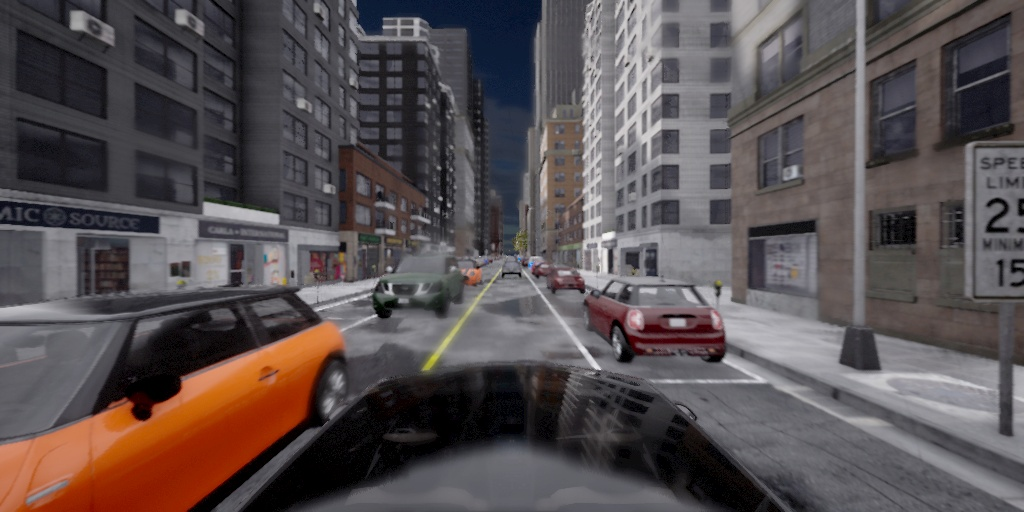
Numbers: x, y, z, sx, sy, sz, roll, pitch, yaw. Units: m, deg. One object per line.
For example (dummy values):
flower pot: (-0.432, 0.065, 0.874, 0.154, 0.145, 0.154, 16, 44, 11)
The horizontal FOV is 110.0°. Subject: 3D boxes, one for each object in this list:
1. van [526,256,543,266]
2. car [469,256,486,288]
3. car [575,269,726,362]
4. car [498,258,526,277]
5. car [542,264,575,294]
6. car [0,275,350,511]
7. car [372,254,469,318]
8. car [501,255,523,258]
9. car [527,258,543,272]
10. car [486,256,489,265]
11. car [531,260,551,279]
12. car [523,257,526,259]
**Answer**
van: (2.832, 0.970, 42.048, 1.690, 1.789, 3.998, 0, 0, 0)
car: (-3.091, 1.023, 23.023, 2.097, 1.767, 4.553, 0, 0, 0)
car: (2.855, 1.164, 8.124, 1.967, 1.591, 4.097, 0, 0, 0)
car: (-0.016, 1.190, 32.962, 2.033, 1.411, 5.357, 0, 0, 0)
car: (2.847, 1.264, 19.434, 1.802, 1.307, 4.207, 0, 0, 0)
car: (-3.109, 1.100, 2.594, 2.097, 1.767, 4.553, 0, 0, 1)
car: (-3.087, 0.930, 13.065, 2.150, 2.045, 5.566, 0, 0, 0)
car: (0.010, 0.976, 47.254, 2.097, 1.767, 4.553, 0, 0, 0)
car: (2.835, 1.180, 36.393, 1.888, 1.381, 4.507, 0, 0, 0)
car: (-5.709, 1.187, 64.683, 1.802, 1.307, 4.207, 0, 0, 0)
car: (2.840, 1.227, 30.739, 1.802, 1.307, 4.207, 0, 0, 0)
car: (2.820, 1.191, 59.013, 1.802, 1.307, 4.207, 0, 0, 0)
